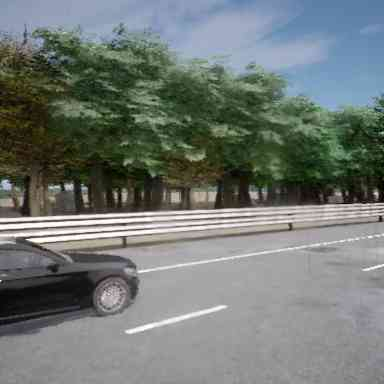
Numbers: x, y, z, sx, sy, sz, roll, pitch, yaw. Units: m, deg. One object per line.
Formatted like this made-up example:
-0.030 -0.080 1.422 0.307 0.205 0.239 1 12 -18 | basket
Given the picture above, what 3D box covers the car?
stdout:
-3.210 1.508 5.776 4.674 1.442 1.812 0 0 -35 | car
